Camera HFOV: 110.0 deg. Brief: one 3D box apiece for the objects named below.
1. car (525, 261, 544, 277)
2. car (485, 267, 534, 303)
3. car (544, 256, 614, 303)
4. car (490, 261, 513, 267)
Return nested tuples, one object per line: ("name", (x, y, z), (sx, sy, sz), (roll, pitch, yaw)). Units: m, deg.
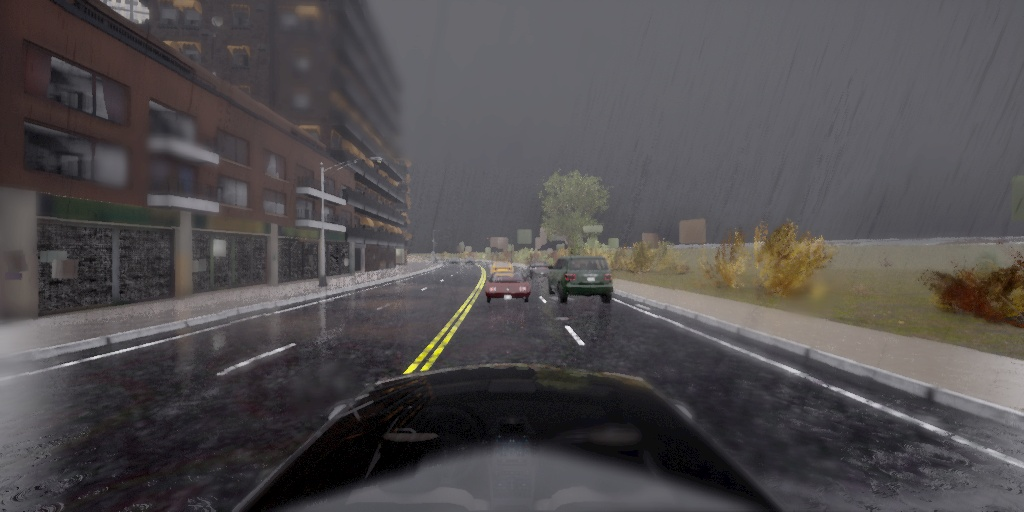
("car", (2.330, 1.223, 31.826), (2.128, 1.511, 4.902), (0, 0, -3))
("car", (-0.230, 1.358, 16.627), (1.895, 1.301, 4.718), (0, 0, -2))
("car", (3.018, 0.999, 16.725), (2.150, 2.045, 5.566), (0, 0, -2))
("car", (-0.914, 1.214, 31.630), (1.882, 1.535, 5.008), (0, 0, -3))
